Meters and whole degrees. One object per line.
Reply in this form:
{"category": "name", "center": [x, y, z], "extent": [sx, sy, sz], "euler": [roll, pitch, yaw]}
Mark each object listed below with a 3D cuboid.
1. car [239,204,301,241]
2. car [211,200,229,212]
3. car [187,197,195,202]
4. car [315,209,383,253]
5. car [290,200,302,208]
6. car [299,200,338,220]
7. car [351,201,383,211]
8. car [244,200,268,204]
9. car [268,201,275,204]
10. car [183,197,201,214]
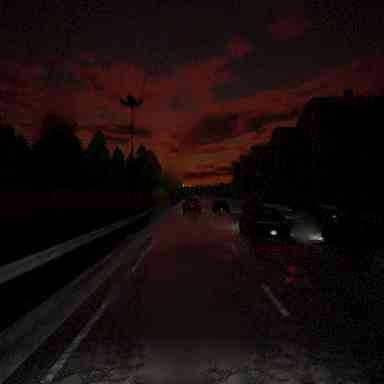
{"category": "car", "center": [3.599, 1.577, 17.055], "extent": [2.128, 1.511, 4.902], "euler": [0, 0, 0]}
{"category": "car", "center": [3.524, 1.714, 41.772], "extent": [1.837, 1.490, 4.892], "euler": [0, 0, 0]}
{"category": "car", "center": [-0.366, 1.993, 91.129], "extent": [2.033, 1.411, 5.357], "euler": [0, 0, 0]}
{"category": "car", "center": [7.100, 1.635, 14.031], "extent": [1.994, 1.385, 4.181], "euler": [0, 0, 0]}
{"category": "car", "center": [14.023, 1.758, 42.232], "extent": [2.033, 1.411, 5.357], "euler": [0, 0, 0]}
{"category": "car", "center": [10.594, 1.660, 27.043], "extent": [1.812, 1.442, 4.674], "euler": [0, 0, 0]}
{"category": "car", "center": [14.091, 1.481, 25.941], "extent": [2.097, 1.767, 4.553], "euler": [0, 0, 1]}
{"category": "car", "center": [7.042, 1.756, 38.490], "extent": [1.994, 1.385, 4.181], "euler": [0, 0, 0]}
{"category": "car", "center": [10.498, 1.832, 46.474], "extent": [1.895, 1.301, 4.718], "euler": [0, 0, 0]}
{"category": "car", "center": [0.013, 1.546, 39.089], "extent": [2.097, 1.767, 4.553], "euler": [0, 0, 0]}
